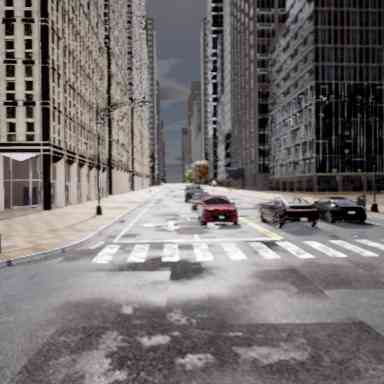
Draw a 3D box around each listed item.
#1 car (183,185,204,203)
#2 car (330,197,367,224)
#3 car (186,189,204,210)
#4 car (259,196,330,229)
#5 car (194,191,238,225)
[{"bbox_3d":[0.160,0.131,39.754,2.150,2.045,5.566,-1,2,-4],"label":"car"},{"bbox_3d":[8.071,0.964,19.074,1.994,1.385,4.181,-1,2,-4],"label":"car"},{"bbox_3d":[0.788,0.745,29.073,2.033,1.411,5.357,-1,2,-3],"label":"car"},{"bbox_3d":[4.915,0.966,17.477,2.128,1.511,4.902,-1,2,-4],"label":"car"},{"bbox_3d":[1.364,0.937,19.271,1.882,1.535,5.008,-1,2,-3],"label":"car"}]
